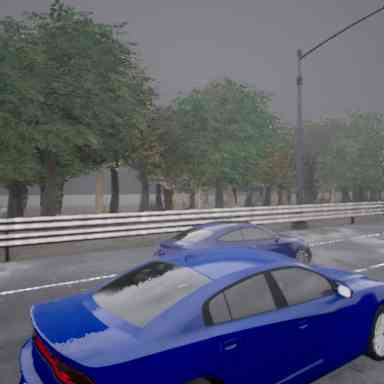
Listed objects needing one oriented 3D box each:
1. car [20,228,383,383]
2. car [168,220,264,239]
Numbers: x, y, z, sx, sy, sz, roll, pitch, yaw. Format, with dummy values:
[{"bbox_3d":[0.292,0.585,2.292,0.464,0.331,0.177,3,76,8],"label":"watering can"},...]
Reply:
[{"bbox_3d":[0.664,1.455,4.176,5.008,1.535,1.882,0,0,-35],"label":"car"},{"bbox_3d":[1.174,1.480,8.802,4.674,1.442,1.812,0,0,-35],"label":"car"}]
